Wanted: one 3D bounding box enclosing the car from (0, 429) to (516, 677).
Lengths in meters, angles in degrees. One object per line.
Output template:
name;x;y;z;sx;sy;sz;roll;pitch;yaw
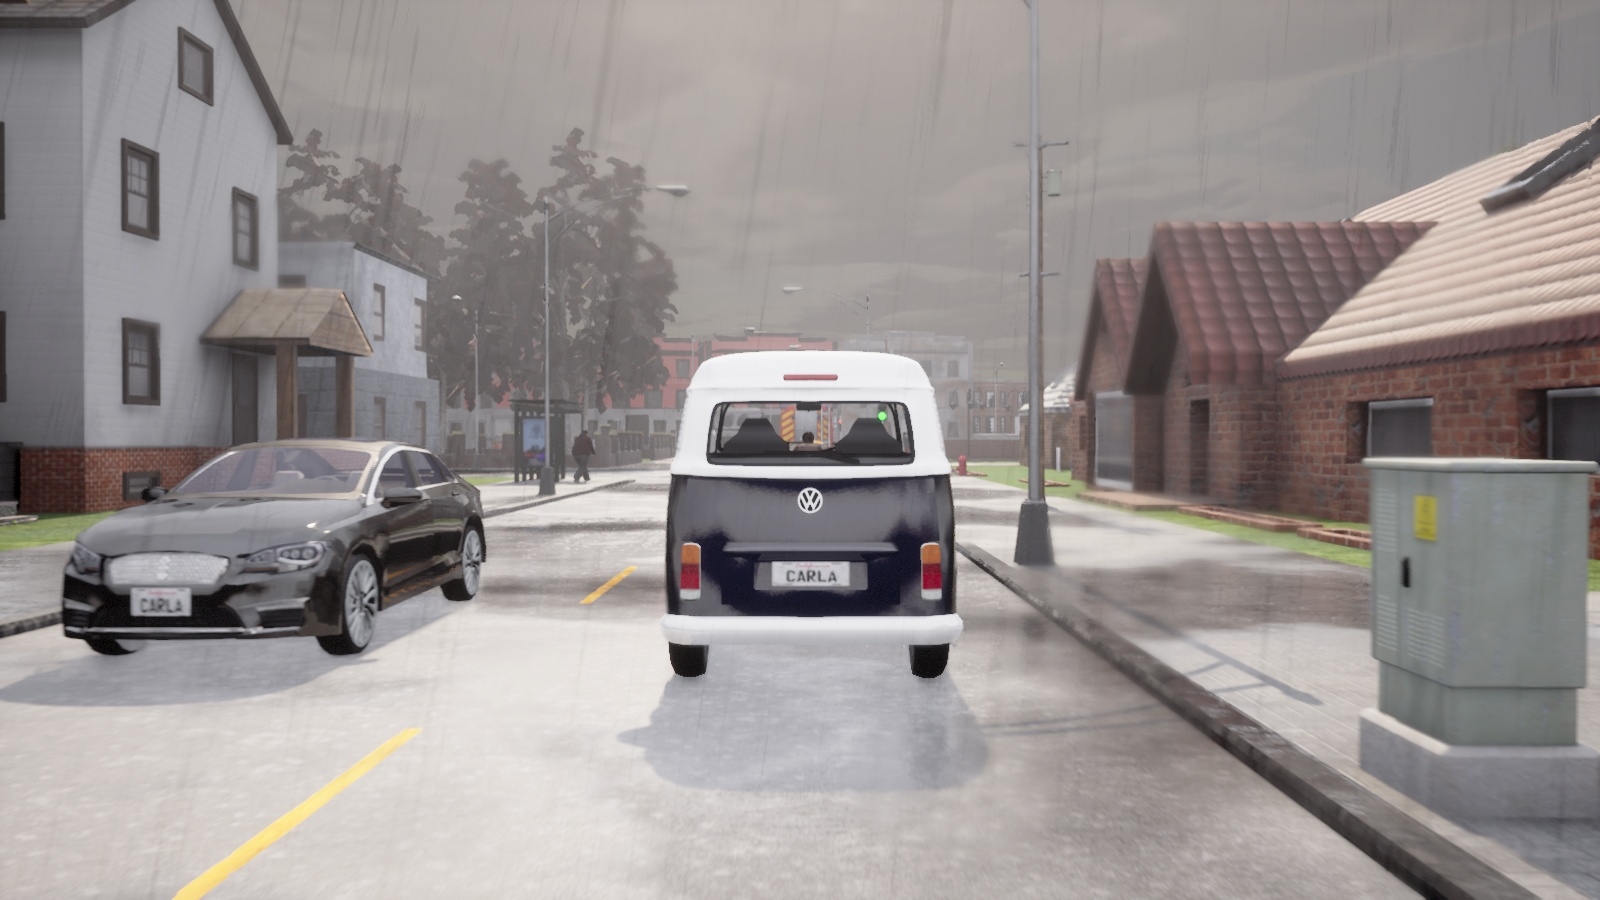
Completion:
car;-3.925;0.609;10.127;2.128;1.511;4.902;0;1;0

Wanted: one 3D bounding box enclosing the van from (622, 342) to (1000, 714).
van;0.069;0.391;9.122;2.069;2.038;4.480;0;1;0

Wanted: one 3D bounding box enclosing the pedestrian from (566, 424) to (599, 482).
pedestrian;-6.952;0.092;40.146;0.634;1.844;0.899;0;1;29
